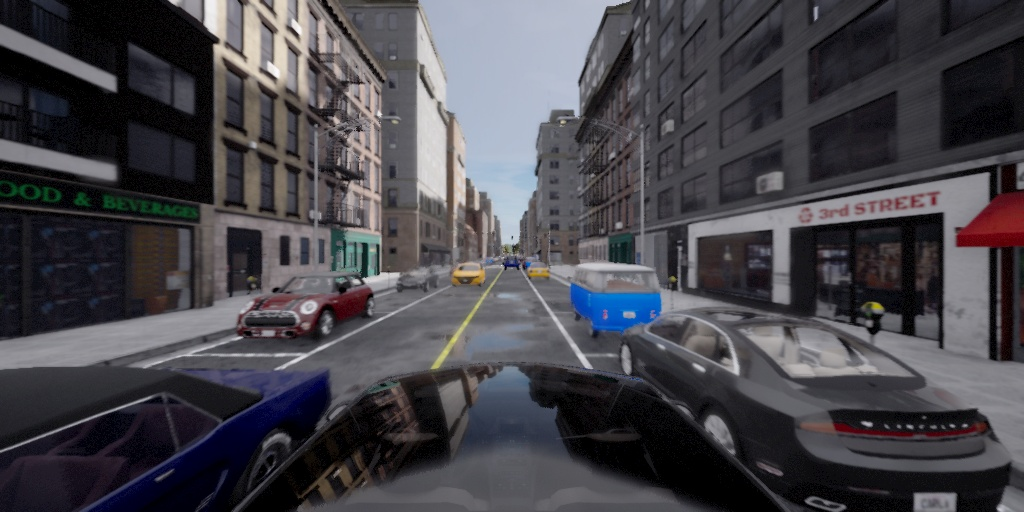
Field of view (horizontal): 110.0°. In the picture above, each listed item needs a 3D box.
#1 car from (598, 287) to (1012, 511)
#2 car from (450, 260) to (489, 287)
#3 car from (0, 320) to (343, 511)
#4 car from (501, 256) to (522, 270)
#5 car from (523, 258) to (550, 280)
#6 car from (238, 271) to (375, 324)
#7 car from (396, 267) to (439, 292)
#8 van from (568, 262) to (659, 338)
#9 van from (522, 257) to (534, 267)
[{"bbox_3d":[2.636,1.300,4.417,2.007,1.370,4.403,0,0,0],"label":"car"},{"bbox_3d":[-2.856,1.230,24.462,1.882,1.535,5.008,0,0,0],"label":"car"},{"bbox_3d":[-2.760,1.351,1.409,1.895,1.301,4.718,0,0,0],"label":"car"},{"bbox_3d":[-0.015,0.979,51.463,2.150,2.045,5.566,0,0,0],"label":"car"},{"bbox_3d":[2.214,1.210,31.021,1.801,1.575,5.366,0,0,0],"label":"car"},{"bbox_3d":[-5.391,1.189,9.925,1.967,1.591,4.097,0,0,0],"label":"car"},{"bbox_3d":[-5.395,1.302,20.946,2.007,1.370,4.403,0,0,0],"label":"car"},{"bbox_3d":[2.634,1.090,9.928,1.690,1.789,3.998,0,0,0],"label":"van"},{"bbox_3d":[2.620,1.096,48.504,1.690,1.789,3.998,0,0,0],"label":"van"}]
